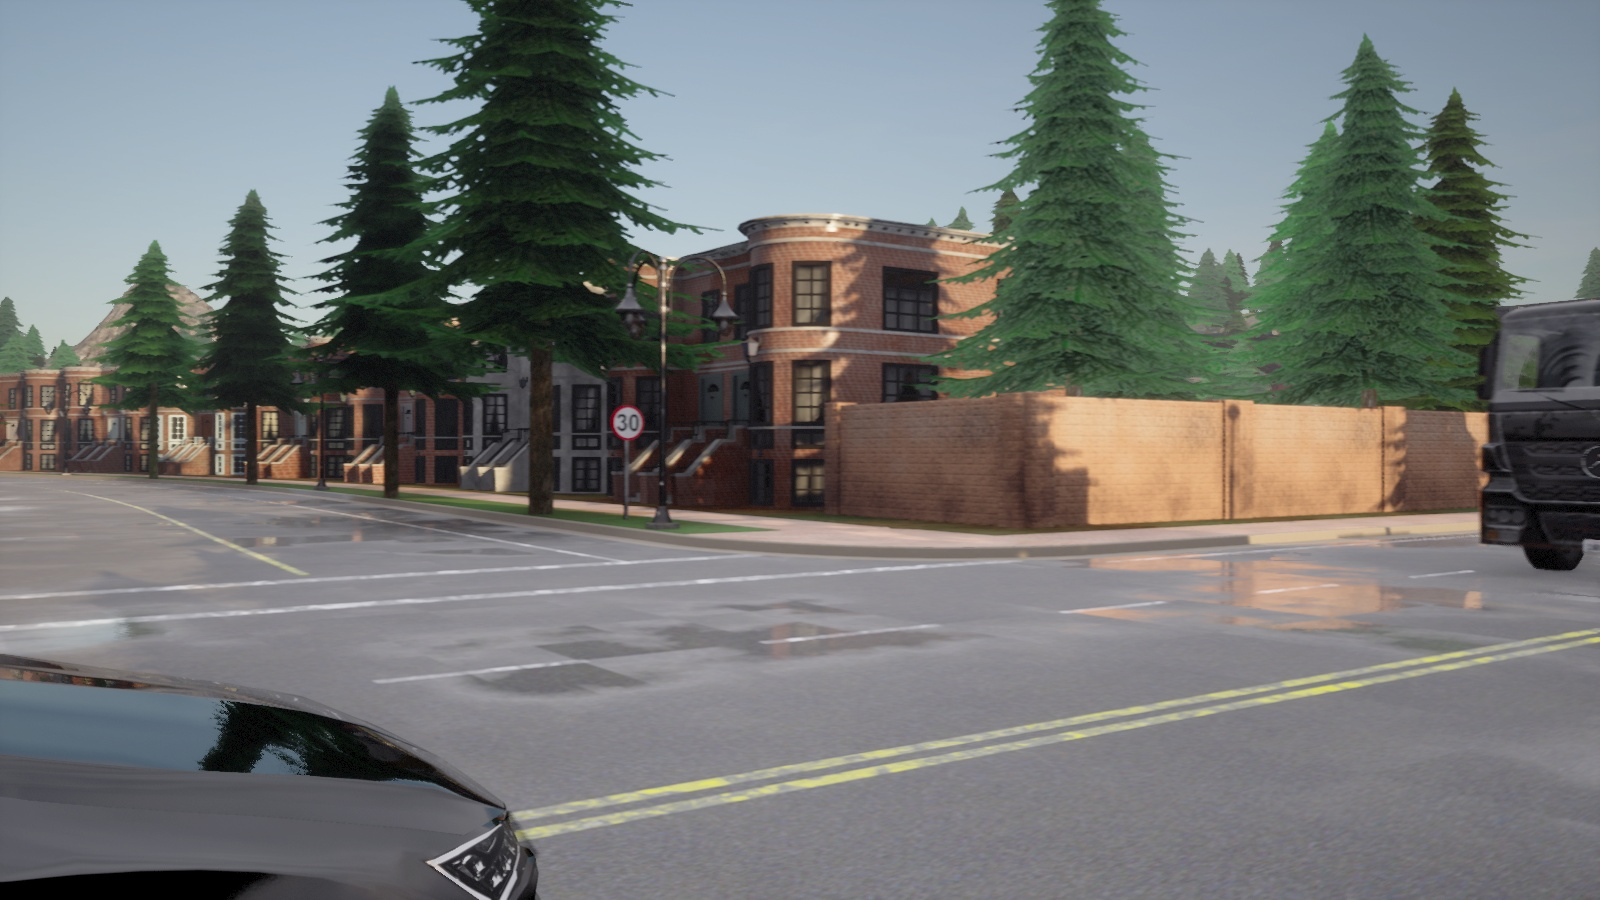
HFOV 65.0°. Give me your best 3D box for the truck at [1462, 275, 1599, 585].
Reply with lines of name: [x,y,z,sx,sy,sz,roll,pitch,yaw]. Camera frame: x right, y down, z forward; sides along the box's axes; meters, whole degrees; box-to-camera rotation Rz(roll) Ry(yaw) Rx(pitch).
truck: [12.150,-0.223,16.383,7.936,3.462,2.891,0,0,-35]

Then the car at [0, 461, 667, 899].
car: [-2.492,0.768,1.924,4.193,1.474,1.816,0,0,-35]
